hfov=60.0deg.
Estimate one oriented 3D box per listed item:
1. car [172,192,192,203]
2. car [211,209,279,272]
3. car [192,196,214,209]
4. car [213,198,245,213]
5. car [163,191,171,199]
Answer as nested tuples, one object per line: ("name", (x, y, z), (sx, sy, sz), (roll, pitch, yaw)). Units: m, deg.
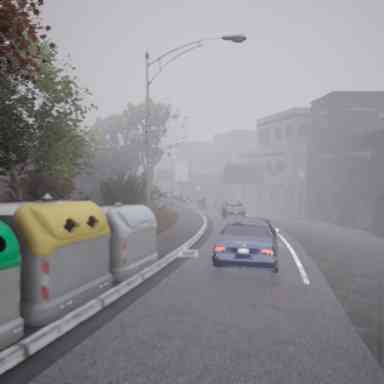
("car", (-1.319, 0.924, 51.749), (1.895, 1.301, 4.718), (-1, 3, -19))
("car", (1.852, 1.540, 10.926), (2.033, 1.411, 5.357), (1, 0, 13))
("car", (1.806, 1.213, 41.073), (2.128, 1.511, 4.902), (-1, 2, -11))
("car", (3.348, 1.406, 28.431), (2.128, 1.511, 4.902), (0, 0, -1))
("car", (-4.380, 0.430, 59.832), (1.994, 1.385, 4.181), (-2, 4, -21))
